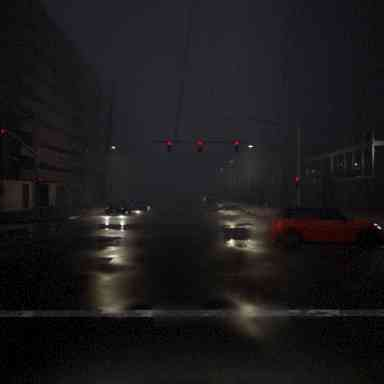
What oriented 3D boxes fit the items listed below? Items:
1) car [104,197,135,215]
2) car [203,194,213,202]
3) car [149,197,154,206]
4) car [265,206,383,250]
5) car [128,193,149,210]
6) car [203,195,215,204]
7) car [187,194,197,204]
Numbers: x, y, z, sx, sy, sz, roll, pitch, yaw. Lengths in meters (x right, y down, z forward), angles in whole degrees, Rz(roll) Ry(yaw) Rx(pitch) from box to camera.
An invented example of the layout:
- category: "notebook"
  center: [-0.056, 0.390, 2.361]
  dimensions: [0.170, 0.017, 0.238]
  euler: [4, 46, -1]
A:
- category: "car"
  center: [-7.466, 1.526, 34.177]
  dimensions: [1.812, 1.442, 4.674]
  euler: [0, 0, 0]
- category: "car"
  center: [3.465, 1.355, 74.531]
  dimensions: [2.097, 1.767, 4.553]
  euler: [0, 0, 1]
- category: "car"
  center: [-7.340, 1.547, 54.552]
  dimensions: [2.033, 1.411, 5.357]
  euler: [0, 0, 1]
- category: "car"
  center: [5.479, 1.379, 13.941]
  dimensions: [4.553, 1.767, 2.097]
  euler: [0, 0, 0]
- category: "car"
  center: [-7.452, 1.221, 44.088]
  dimensions: [2.150, 2.045, 5.566]
  euler: [0, 0, 1]
- category: "car"
  center: [3.461, 1.491, 64.666]
  dimensions: [2.128, 1.511, 4.902]
  euler: [0, 0, 1]
- category: "car"
  center: [-0.038, 1.564, 64.574]
  dimensions: [1.994, 1.385, 4.181]
  euler: [0, 0, 1]
